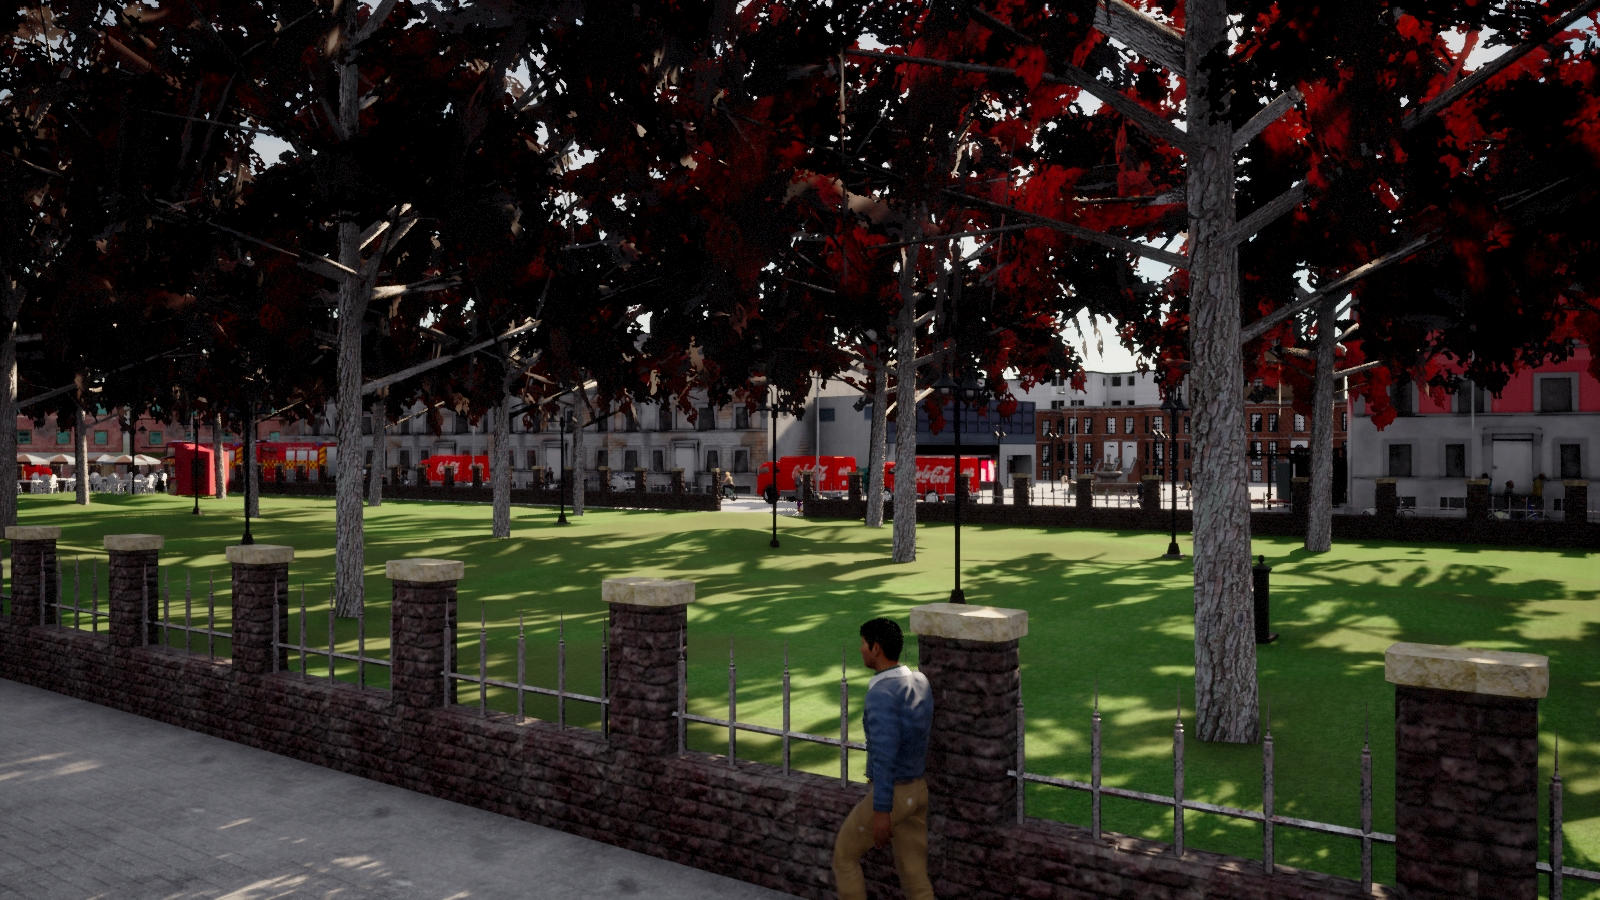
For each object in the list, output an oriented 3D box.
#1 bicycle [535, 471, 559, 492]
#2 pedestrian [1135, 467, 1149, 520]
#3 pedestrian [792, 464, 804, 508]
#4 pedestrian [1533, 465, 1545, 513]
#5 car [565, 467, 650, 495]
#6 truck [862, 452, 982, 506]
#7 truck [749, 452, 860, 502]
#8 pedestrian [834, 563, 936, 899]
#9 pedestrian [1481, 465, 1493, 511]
[{"bbox_3d":[-15.681,1.940,70.806,1.835,1.271,0.329,0,0,35],"label":"bicycle"},{"bbox_3d":[12.110,1.524,40.491,0.375,1.860,0.375,0,0,35],"label":"pedestrian"},{"bbox_3d":[-0.098,1.525,48.971,0.375,1.860,0.375,0,0,28],"label":"pedestrian"},{"bbox_3d":[28.805,1.524,44.539,0.375,1.860,0.375,0,0,38],"label":"pedestrian"},{"bbox_3d":[-11.432,1.827,67.802,4.902,1.511,2.128,0,0,35],"label":"car"},{"bbox_3d":[5.913,1.348,55.621,5.204,2.467,2.627,0,0,35],"label":"truck"},{"bbox_3d":[0.205,1.348,59.637,5.204,2.467,2.627,0,0,35],"label":"truck"},{"bbox_3d":[0.431,1.526,5.761,0.375,1.860,0.375,0,0,35],"label":"pedestrian"},{"bbox_3d":[27.794,1.522,46.221,0.375,1.860,0.375,0,0,37],"label":"pedestrian"}]
